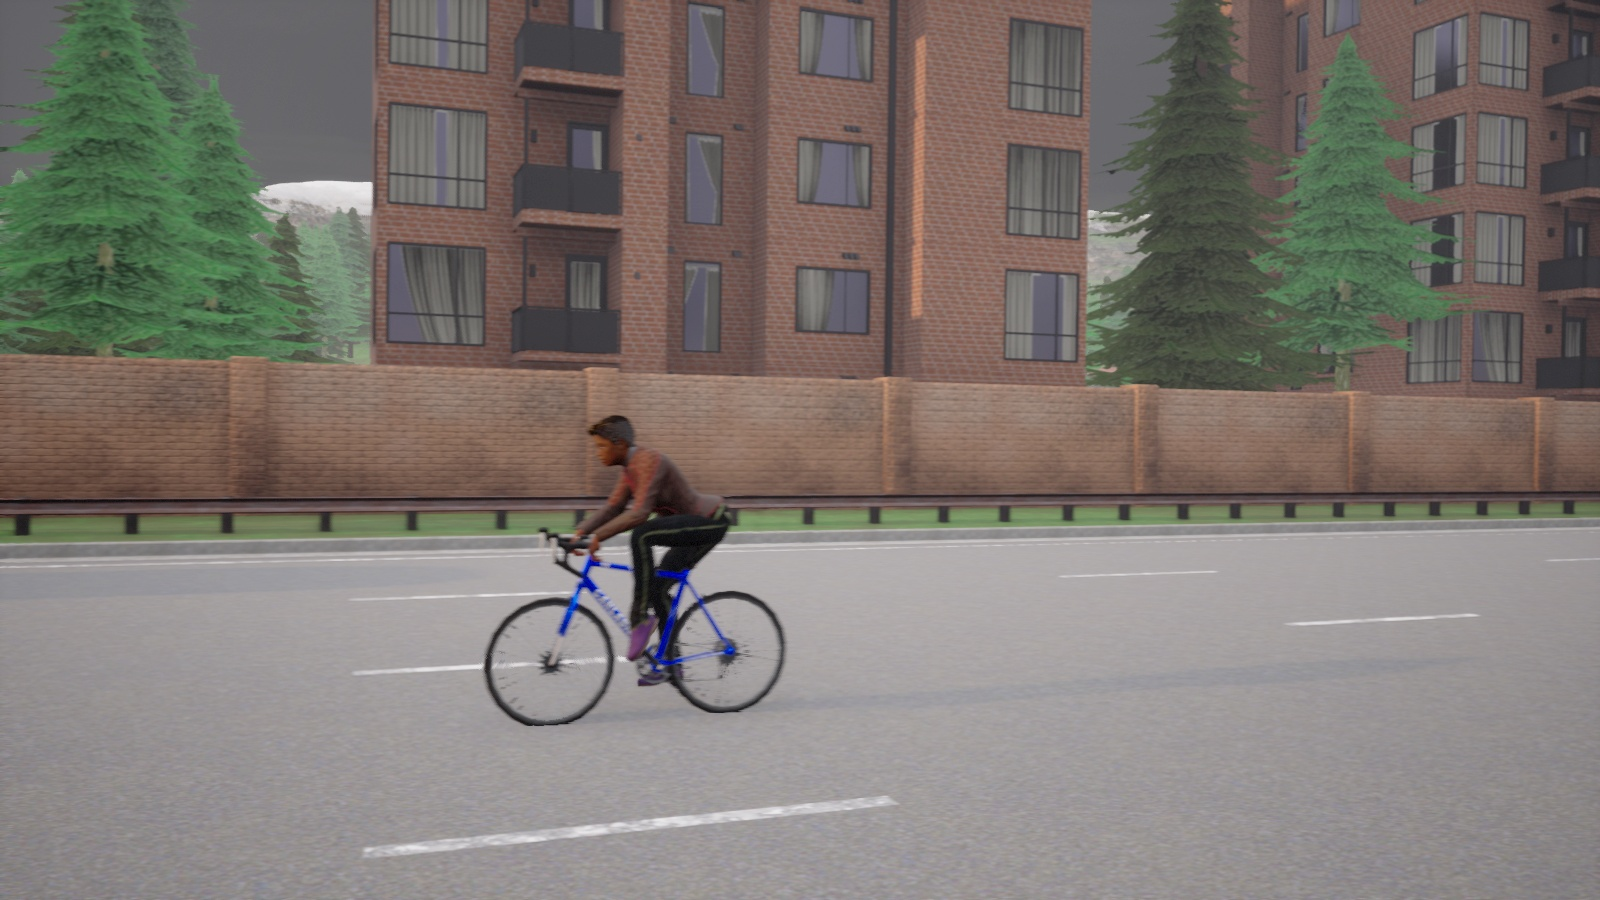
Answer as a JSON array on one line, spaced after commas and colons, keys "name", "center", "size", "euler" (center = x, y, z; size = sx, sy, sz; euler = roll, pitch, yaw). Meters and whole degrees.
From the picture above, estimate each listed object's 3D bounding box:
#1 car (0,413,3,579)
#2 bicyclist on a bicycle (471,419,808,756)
[{"name": "car", "center": [-9.961, 0.494, 10.685], "size": [5.027, 1.651, 2.152], "euler": [-1, 1, -21]}, {"name": "bicyclist on a bicycle", "center": [-0.847, 0.659, 6.661], "size": [1.656, 1.620, 0.582], "euler": [-1, 1, -21]}]
